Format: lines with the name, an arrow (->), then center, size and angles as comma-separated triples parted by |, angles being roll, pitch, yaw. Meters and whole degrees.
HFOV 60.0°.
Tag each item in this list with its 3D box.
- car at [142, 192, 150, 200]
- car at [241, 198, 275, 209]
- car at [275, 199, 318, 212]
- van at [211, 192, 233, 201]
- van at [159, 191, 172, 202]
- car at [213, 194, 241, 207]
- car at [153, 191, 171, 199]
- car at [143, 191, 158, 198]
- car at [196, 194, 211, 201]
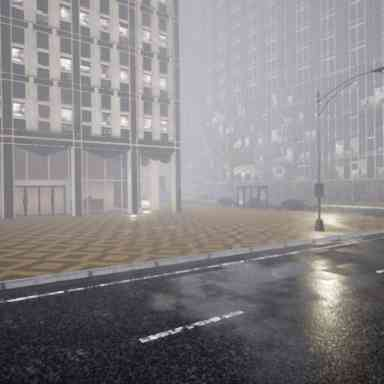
car -> -10.805, 1.035, 68.729 | 2.008, 1.369, 4.403 | 0, 1, -34
car -> 8.410, 1.383, 40.559 | 1.802, 1.307, 4.206 | -1, 1, -34
car -> 11.614, 1.419, 35.862 | 1.947, 1.339, 4.313 | -1, 1, -34
van -> 5.756, 0.849, 59.415 | 1.690, 1.788, 3.998 | -1, 1, -34
van -> -4.369, 0.932, 59.357 | 1.690, 1.788, 3.998 | -1, 1, -34
car -> 5.240, 1.315, 45.276 | 1.947, 1.339, 4.313 | -1, 1, -34
car -> -7.116, 0.609, 78.154 | 2.192, 1.841, 5.009 | -1, 1, -34
car -> -10.334, 0.680, 82.840 | 1.967, 1.590, 4.097 | -1, 1, -34
car -> 2.539, 1.037, 64.103 | 1.802, 1.307, 4.206 | -1, 1, -34
